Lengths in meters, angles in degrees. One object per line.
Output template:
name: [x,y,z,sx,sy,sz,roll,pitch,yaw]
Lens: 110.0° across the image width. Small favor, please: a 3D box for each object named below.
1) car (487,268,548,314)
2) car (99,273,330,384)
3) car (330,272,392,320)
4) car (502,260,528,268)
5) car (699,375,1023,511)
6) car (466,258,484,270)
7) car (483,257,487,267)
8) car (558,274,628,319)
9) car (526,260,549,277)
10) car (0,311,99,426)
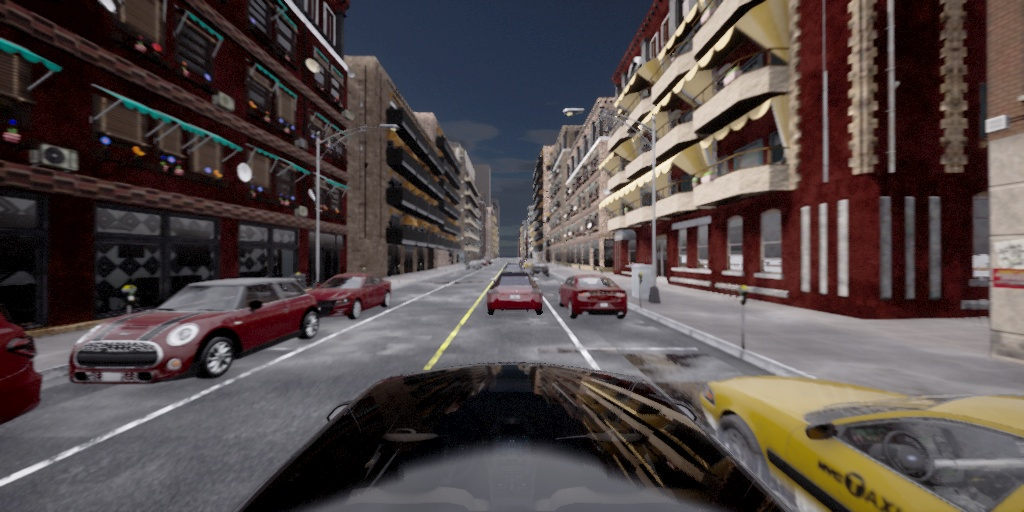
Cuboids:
car: [0.101,1.319,13.884,1.994,1.385,4.181,0,0,0]
car: [-5.691,1.192,7.091,1.967,1.591,4.097,0,0,0]
car: [-5.690,1.300,12.729,1.888,1.381,4.507,0,0,0]
car: [0.103,1.326,30.970,1.994,1.385,4.181,0,0,0]
car: [2.689,1.275,1.621,1.751,1.417,4.829,0,0,0]
car: [-5.687,1.319,52.181,2.007,1.370,4.403,0,0,0]
car: [-5.687,1.321,57.818,2.007,1.370,4.403,0,0,0]
car: [2.690,1.300,12.723,1.888,1.381,4.507,0,0,0]
car: [2.692,1.314,35.268,2.007,1.370,4.403,0,0,0]
car: [-5.691,1.065,1.456,2.192,1.841,5.009,0,0,0]
